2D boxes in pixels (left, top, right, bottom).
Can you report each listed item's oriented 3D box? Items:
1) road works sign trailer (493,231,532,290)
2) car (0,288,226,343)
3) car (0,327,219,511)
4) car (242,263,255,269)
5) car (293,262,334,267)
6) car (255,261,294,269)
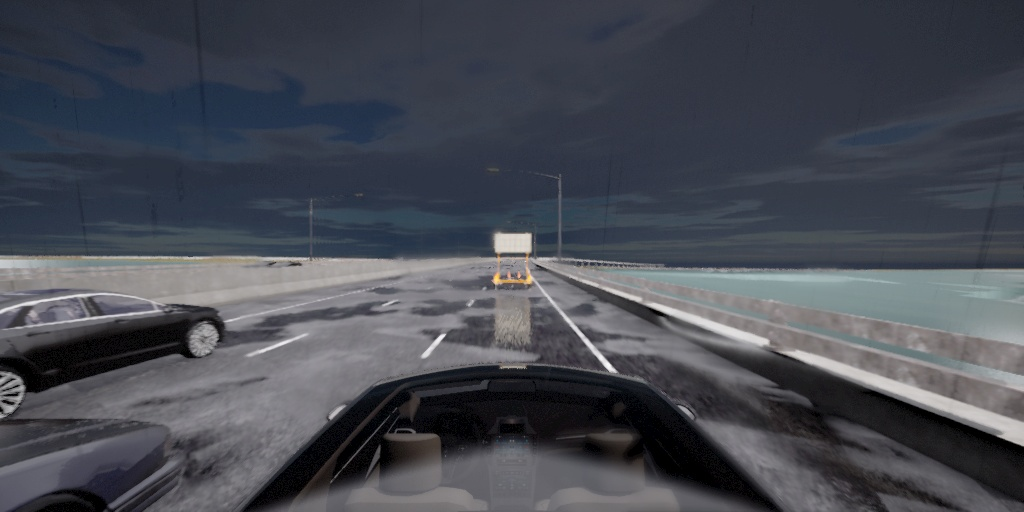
[{"bbox_3d":[0.064,0.241,22.503,2.380,3.560,2.880,0,0,0],"label":"road works sign trailer"},{"bbox_3d":[-6.896,1.240,5.503,2.128,1.511,4.902,0,0,0],"label":"car"},{"bbox_3d":[-3.398,1.292,0.207,2.033,1.411,5.357,0,0,0],"label":"car"},{"bbox_3d":[-24.368,1.276,35.372,1.837,1.490,4.892,0,0,1],"label":"car"},{"bbox_3d":[-17.411,1.375,32.856,1.895,1.301,4.718,0,0,1],"label":"car"},{"bbox_3d":[-20.910,1.276,33.198,1.837,1.490,4.892,0,0,1],"label":"car"}]
